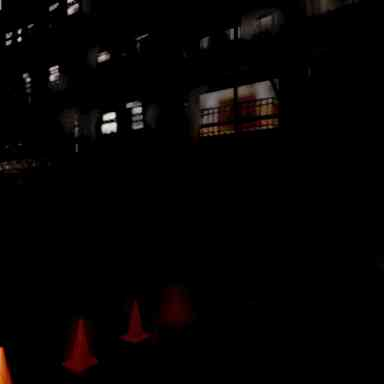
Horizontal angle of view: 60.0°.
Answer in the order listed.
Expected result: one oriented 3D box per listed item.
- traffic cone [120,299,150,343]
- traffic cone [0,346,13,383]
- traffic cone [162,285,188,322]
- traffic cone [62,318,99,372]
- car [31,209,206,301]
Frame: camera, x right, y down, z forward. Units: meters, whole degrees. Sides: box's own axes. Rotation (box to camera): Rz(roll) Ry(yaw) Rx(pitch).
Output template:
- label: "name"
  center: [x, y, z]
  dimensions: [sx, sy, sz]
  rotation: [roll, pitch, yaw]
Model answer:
- label: "traffic cone"
  center: [-0.892, 1.980, 5.223]
  dimensions: [0.340, 0.580, 0.340]
  rotation: [0, 0, 36]
- label: "traffic cone"
  center: [-2.059, 1.971, 3.598]
  dimensions: [0.340, 0.580, 0.340]
  rotation: [0, 0, 36]
- label: "traffic cone"
  center: [-0.308, 1.984, 6.035]
  dimensions: [0.340, 0.580, 0.340]
  rotation: [0, 0, 36]
- label: "traffic cone"
  center: [-1.476, 1.975, 4.411]
  dimensions: [0.340, 0.580, 0.340]
  rotation: [0, 0, 36]
- label: "car"
  center: [-1.998, 1.353, 8.444]
  dimensions: [5.009, 1.841, 2.192]
  rotation: [0, -1, 36]
